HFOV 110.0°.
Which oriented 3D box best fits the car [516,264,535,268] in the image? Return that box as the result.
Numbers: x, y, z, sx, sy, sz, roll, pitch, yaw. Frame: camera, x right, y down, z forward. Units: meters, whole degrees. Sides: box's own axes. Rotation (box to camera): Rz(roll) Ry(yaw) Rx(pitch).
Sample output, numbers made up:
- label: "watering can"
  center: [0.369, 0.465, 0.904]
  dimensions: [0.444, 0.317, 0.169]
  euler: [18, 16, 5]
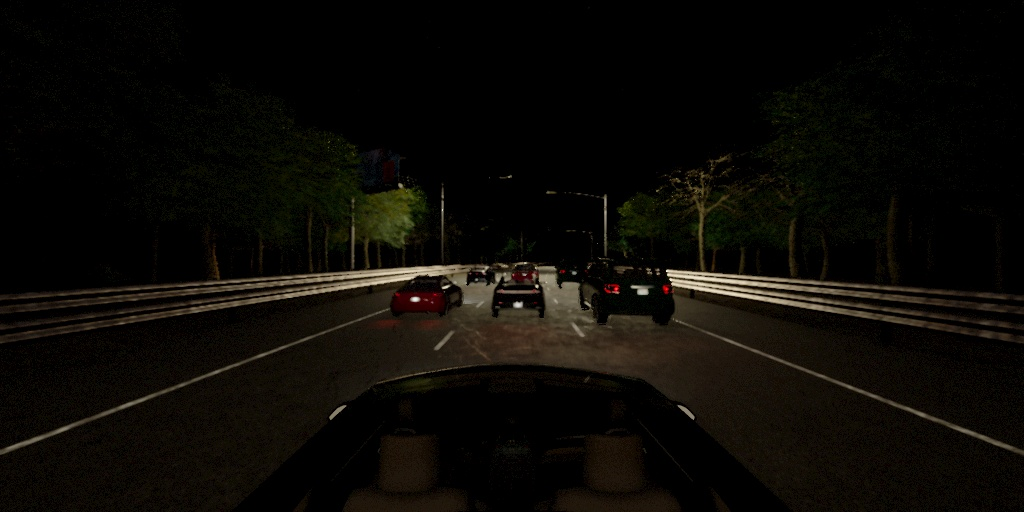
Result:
- label: "car"
  center: [1.087, 1.438, 28.613]
  dimensions: [2.097, 1.767, 4.553]
  euler: [0, -1, 5]

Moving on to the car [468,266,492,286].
- label: "car"
  center: [-2.403, 1.579, 28.904]
  dimensions: [2.128, 1.511, 4.902]
  euler: [0, -1, 5]

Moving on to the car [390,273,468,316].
- label: "car"
  center: [-3.189, 1.466, 14.172]
  dimensions: [1.994, 1.385, 4.181]
  euler: [0, -1, 3]

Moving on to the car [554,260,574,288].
- label: "car"
  center: [4.487, 1.297, 27.344]
  dimensions: [2.150, 2.045, 5.566]
  euler: [0, 0, 5]

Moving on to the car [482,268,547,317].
- label: "car"
  center: [0.300, 1.393, 13.894]
  dimensions: [2.128, 1.511, 4.902]
  euler: [0, -1, 3]

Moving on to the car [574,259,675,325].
- label: "car"
  center: [3.740, 1.111, 12.621]
  dimensions: [2.150, 2.045, 5.566]
  euler: [0, 0, 2]
